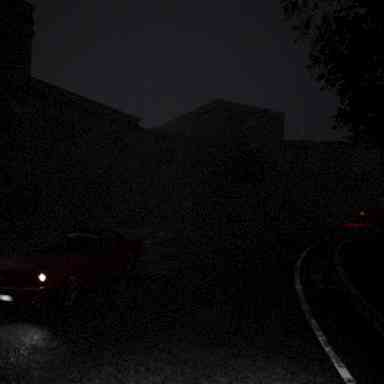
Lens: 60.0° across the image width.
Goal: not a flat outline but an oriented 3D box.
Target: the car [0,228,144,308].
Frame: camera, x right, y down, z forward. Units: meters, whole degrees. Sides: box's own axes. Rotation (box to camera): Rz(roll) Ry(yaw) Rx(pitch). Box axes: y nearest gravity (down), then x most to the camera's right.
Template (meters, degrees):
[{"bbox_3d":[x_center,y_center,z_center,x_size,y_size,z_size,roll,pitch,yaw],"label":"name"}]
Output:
[{"bbox_3d":[-2.890,1.614,8.174,1.895,1.301,4.718,0,0,13],"label":"car"}]

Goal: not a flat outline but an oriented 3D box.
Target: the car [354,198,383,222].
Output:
[{"bbox_3d":[13.242,1.141,22.575,5.008,1.535,1.882,-2,-2,-25],"label":"car"}]
